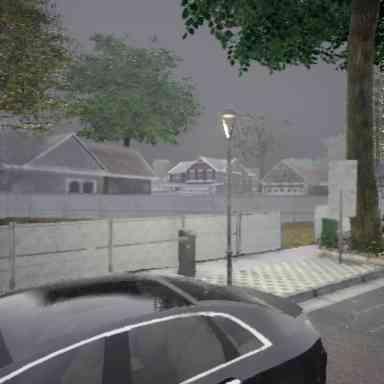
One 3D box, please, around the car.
[{"bbox_3d":[-1.024,1.504,2.334,4.892,1.490,1.837,0,0,-35],"label":"car"}]
